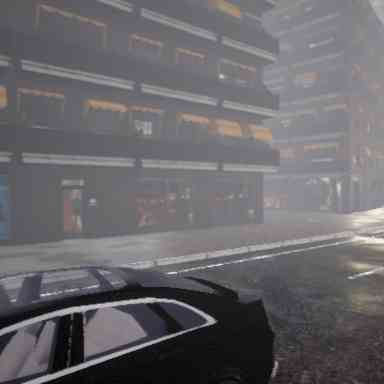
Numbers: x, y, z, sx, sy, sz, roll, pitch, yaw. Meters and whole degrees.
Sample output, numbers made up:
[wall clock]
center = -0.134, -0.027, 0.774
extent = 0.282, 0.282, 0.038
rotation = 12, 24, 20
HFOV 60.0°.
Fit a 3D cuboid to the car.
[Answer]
[car]
center = -1.418, 1.494, 2.681
extent = 4.902, 1.511, 2.128
rotation = 0, 0, -36
